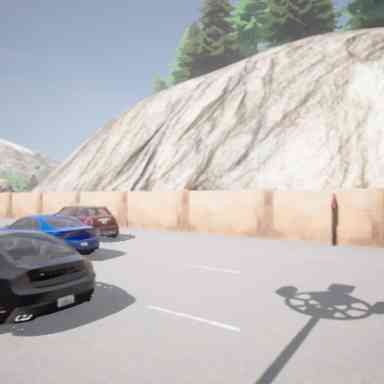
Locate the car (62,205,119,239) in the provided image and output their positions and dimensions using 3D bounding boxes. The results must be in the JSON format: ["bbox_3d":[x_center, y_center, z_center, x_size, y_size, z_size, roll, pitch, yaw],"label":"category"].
[{"bbox_3d":[-5.808,1.454,16.732,4.553,1.767,2.097,-1,0,36],"label":"car"}]

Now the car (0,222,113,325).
[{"bbox_3d":[-4.039,1.556,6.874,4.892,1.490,1.837,0,0,35],"label":"car"}]

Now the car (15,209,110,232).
[{"bbox_3d":[-5.506,1.559,12.220,5.008,1.535,1.882,0,0,36],"label":"car"}]
